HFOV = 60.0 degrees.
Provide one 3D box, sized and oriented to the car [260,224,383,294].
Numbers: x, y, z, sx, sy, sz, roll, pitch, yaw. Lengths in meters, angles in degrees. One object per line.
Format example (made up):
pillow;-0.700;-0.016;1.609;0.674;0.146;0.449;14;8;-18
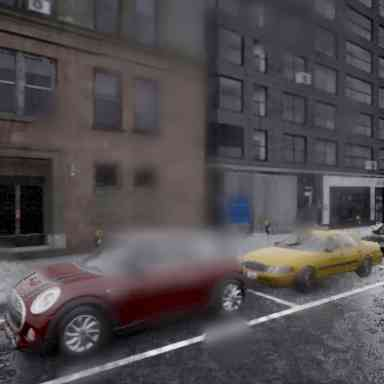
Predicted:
car;3.345;1.627;9.048;4.829;1.417;1.752;1;-1;-35

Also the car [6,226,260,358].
car;-0.996;1.472;5.951;4.097;1.590;1.967;1;-1;-35
